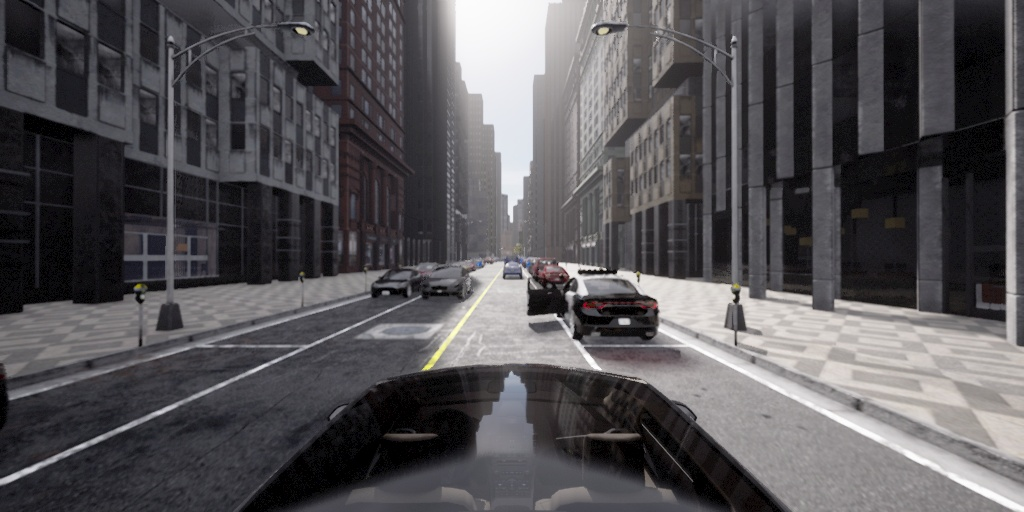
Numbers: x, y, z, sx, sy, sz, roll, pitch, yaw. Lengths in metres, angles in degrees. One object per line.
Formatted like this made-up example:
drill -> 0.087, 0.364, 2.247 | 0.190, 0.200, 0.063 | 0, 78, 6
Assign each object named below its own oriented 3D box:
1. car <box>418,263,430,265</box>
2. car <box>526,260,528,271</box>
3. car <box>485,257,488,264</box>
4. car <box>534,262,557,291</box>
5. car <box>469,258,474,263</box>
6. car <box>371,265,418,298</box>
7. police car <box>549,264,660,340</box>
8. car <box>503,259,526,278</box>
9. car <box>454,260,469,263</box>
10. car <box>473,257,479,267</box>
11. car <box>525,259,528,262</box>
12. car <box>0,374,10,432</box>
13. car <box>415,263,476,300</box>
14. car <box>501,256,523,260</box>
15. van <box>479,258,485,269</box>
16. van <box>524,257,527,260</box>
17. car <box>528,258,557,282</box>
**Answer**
car -> -5.765, 1.198, 24.213 | 1.967, 1.591, 4.097 | 0, 0, 0
car -> 2.759, 1.327, 35.497 | 1.948, 1.339, 4.313 | 0, 0, 0
car -> -5.769, 1.299, 63.496 | 1.751, 1.417, 4.829 | 0, 0, 0
car -> 2.760, 1.302, 24.223 | 1.888, 1.381, 4.507 | 0, 0, 0
car -> -5.767, 1.290, 40.951 | 1.751, 1.417, 4.829 | 0, 0, 0
car -> -5.764, 1.322, 18.576 | 1.948, 1.339, 4.313 | 0, 0, 0
police car -> 2.365, 1.178, 10.130 | 1.930, 1.638, 5.238 | 0, 0, 0
car -> 0.060, 1.309, 34.412 | 2.033, 1.411, 5.357 | 0, 0, 0
car -> -5.766, 1.312, 35.485 | 2.007, 1.370, 4.403 | 0, 0, 0
car -> -5.767, 1.206, 46.758 | 1.967, 1.591, 4.097 | 0, 0, 0
car -> 2.758, 1.329, 41.133 | 1.948, 1.339, 4.313 | 0, 0, 0
car -> -5.763, 1.316, 1.667 | 1.948, 1.339, 4.313 | 0, 0, 0
car -> -3.101, 1.260, 17.765 | 1.837, 1.490, 4.892 | 0, 0, 0
car -> 0.030, 0.984, 50.045 | 2.150, 2.045, 5.566 | 0, -1, 1
van -> -5.768, 1.112, 58.031 | 1.690, 1.789, 3.998 | 0, 0, 0
van -> 2.758, 1.106, 46.770 | 1.690, 1.789, 3.998 | 0, 0, 0
car -> 2.759, 1.074, 29.860 | 2.192, 1.841, 5.009 | 0, 0, 0
